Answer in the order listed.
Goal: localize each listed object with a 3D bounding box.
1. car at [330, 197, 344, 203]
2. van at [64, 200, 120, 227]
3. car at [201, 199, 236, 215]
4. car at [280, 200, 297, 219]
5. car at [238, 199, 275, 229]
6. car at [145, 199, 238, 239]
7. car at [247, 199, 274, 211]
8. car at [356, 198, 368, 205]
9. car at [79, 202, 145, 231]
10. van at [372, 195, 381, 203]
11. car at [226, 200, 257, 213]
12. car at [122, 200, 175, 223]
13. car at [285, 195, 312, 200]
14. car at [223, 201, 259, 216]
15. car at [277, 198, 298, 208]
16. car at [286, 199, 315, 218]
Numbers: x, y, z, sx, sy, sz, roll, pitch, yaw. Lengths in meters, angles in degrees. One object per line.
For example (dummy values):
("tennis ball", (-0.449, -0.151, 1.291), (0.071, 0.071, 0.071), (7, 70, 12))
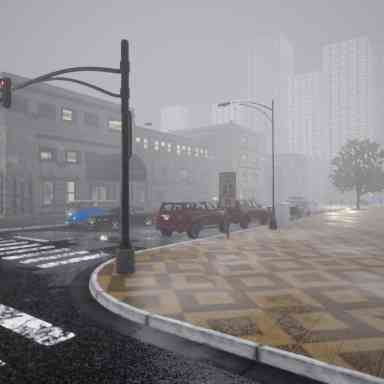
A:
("car", (34.892, 1.915, 81.191), (2.008, 1.369, 4.403), (-1, -1, 35))
("van", (-6.667, 1.414, 22.626), (1.690, 1.788, 3.998), (-1, 0, 35))
("car", (2.924, 1.570, 36.141), (1.967, 1.590, 4.097), (-1, -1, 35))
("car", (6.563, 1.616, 26.787), (1.887, 1.381, 4.507), (-1, -1, 35))
("car", (3.365, 1.368, 22.284), (2.192, 1.841, 5.009), (-1, -1, 35))
("car", (0.169, 1.350, 17.779), (2.192, 1.841, 5.009), (-1, -1, 35))
("car", (9.318, 1.722, 45.150), (2.008, 1.369, 4.403), (-1, -1, 35))
("car", (32.137, 1.801, 62.828), (2.008, 1.369, 4.403), (-1, -1, 35))
("car", (-4.407, 1.567, 21.327), (1.837, 1.490, 4.892), (0, -1, 35))
("van", (44.923, 1.693, 80.851), (1.690, 1.788, 3.998), (-1, -1, 35))
("car", (6.120, 1.701, 40.644), (2.008, 1.369, 4.403), (-1, -1, 35))
("car", (-3.470, 1.531, 27.130), (1.967, 1.590, 4.097), (-1, -1, 35))
("car", (15.372, 1.498, 49.030), (2.150, 2.045, 5.566), (0, 0, 35))
("car", (5.194, 1.682, 34.846), (1.994, 1.385, 4.181), (0, 0, 35))
("car", (15.612, 1.742, 54.021), (1.752, 1.417, 4.829), (-1, -1, 35))
("car", (9.760, 1.657, 31.292), (1.947, 1.339, 4.313), (-1, -1, 35))
